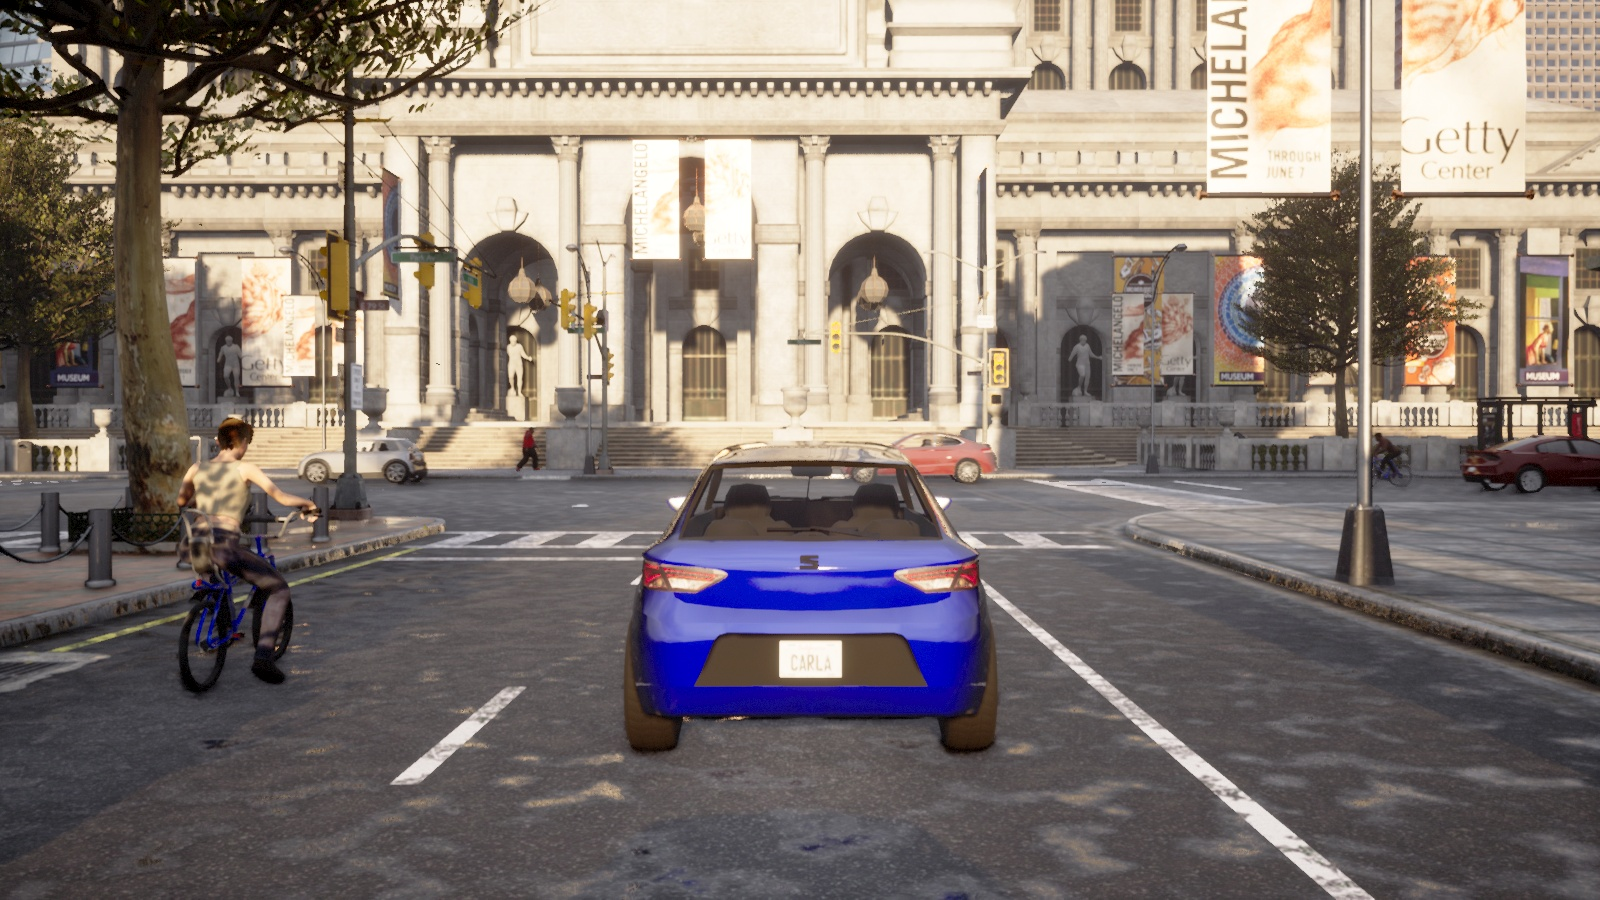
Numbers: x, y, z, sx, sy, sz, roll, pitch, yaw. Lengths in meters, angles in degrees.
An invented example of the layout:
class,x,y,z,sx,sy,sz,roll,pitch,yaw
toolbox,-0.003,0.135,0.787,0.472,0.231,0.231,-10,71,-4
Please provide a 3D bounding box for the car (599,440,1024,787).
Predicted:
class,x,y,z,sx,sy,sz,roll,pitch,yaw
car,0.057,0.682,7.463,1.816,1.474,4.193,0,1,0

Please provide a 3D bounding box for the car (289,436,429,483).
class,x,y,z,sx,sy,sz,roll,pitch,yaw
car,-14.209,0.282,40.622,3.806,1.475,1.970,0,1,1

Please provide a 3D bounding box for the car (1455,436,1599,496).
class,x,y,z,sx,sy,sz,roll,pitch,yaw
car,20.374,0.397,33.293,5.008,1.535,1.882,0,1,1

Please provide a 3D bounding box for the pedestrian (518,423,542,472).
class,x,y,z,sx,sy,sz,roll,pitch,yaw
pedestrian,-10.414,-0.104,48.399,0.899,1.844,0.634,0,1,-11

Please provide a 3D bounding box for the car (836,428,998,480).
class,x,y,z,sx,sy,sz,roll,pitch,yaw
car,3.690,0.111,40.450,5.027,1.651,2.152,0,1,1

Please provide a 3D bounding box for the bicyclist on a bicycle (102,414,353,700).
class,x,y,z,sx,sy,sz,roll,pitch,yaw
bicyclist on a bicycle,-3.493,0.599,7.832,0.866,1.612,1.509,0,1,0

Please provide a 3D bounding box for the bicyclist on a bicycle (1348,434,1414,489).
class,x,y,z,sx,sy,sz,roll,pitch,yaw
bicyclist on a bicycle,17.032,0.333,36.824,1.656,1.620,0.582,0,1,1
